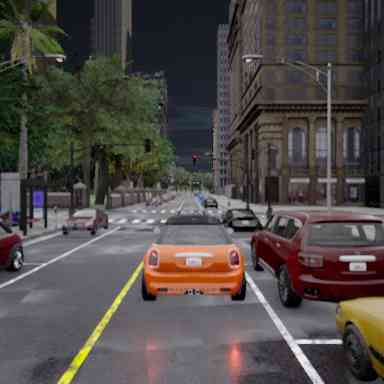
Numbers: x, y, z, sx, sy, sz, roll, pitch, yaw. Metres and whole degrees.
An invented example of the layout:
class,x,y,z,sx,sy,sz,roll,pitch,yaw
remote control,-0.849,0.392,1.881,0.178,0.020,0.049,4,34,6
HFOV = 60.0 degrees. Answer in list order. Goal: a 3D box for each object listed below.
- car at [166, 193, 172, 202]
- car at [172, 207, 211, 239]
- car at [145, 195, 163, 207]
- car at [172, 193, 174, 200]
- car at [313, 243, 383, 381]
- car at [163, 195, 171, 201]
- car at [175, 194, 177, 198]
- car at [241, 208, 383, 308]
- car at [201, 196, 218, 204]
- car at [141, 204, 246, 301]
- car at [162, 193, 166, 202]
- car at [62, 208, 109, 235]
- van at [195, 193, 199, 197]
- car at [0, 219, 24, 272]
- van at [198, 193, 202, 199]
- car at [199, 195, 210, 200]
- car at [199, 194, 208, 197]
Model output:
class,x,y,z,sx,sy,sz,roll,pitch,yaw
car,-6.091,1.387,72.245,1.967,1.590,4.097,0,0,0
car,-0.018,1.595,18.318,1.895,1.301,4.718,0,0,0
car,-5.991,1.522,50.564,2.008,1.369,4.403,0,0,0
car,-6.116,1.254,77.665,2.192,1.841,5.009,0,0,0
car,2.755,1.525,2.621,1.752,1.417,4.829,0,0,0
car,-6.139,1.456,82.916,1.752,1.417,4.829,0,0,0
car,-6.191,1.228,93.926,2.192,1.841,5.009,0,0,0
car,2.730,1.313,7.876,2.192,1.841,5.009,0,0,0
car,2.559,1.542,45.163,1.947,1.339,4.313,0,0,0
car,0.039,1.350,8.499,2.097,1.767,4.553,0,0,0
car,-6.016,1.407,55.984,1.967,1.590,4.097,0,0,0
car,-5.845,1.576,18.705,1.802,1.307,4.206,0,0,0
van,2.385,1.272,83.105,1.690,1.788,3.998,0,0,0
car,-5.795,1.438,7.853,1.967,1.590,4.097,0,0,0
van,2.484,1.302,61.424,1.690,1.788,3.998,0,0,0
car,2.535,1.538,50.584,1.947,1.339,4.313,0,0,0
car,2.509,1.492,56.174,1.752,1.417,4.829,0,0,0
